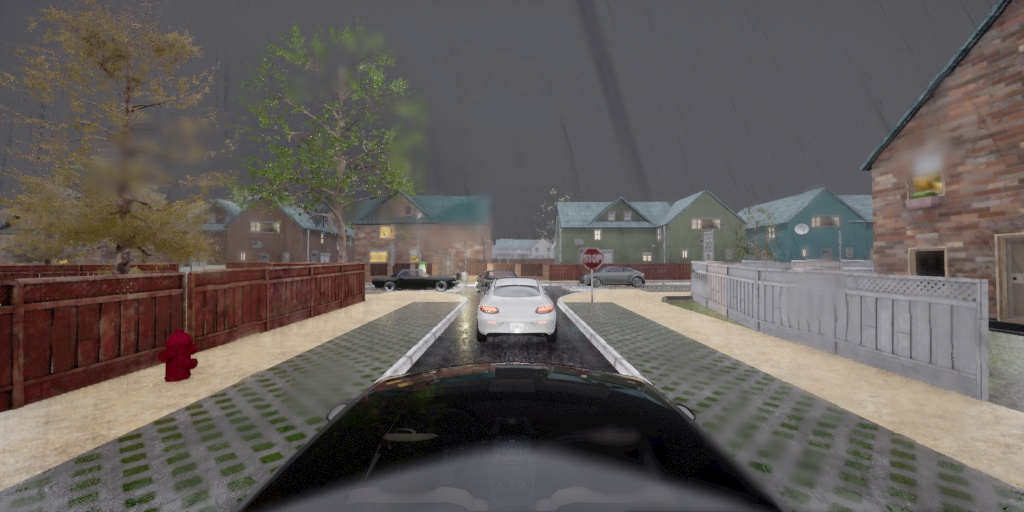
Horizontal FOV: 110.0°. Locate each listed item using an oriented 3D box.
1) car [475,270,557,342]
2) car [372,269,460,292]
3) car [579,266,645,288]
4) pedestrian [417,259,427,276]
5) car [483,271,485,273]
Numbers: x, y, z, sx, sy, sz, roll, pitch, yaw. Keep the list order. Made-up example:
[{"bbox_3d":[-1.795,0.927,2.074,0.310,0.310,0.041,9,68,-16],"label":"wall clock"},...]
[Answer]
[{"bbox_3d":[0.108,1.279,9.665,1.812,1.442,4.674,0,0,0],"label":"car"},{"bbox_3d":[-5.470,1.416,20.872,4.718,1.301,1.895,-1,-1,1],"label":"car"},{"bbox_3d":[6.552,1.344,23.655,4.181,1.385,1.994,0,-1,1],"label":"car"},{"bbox_3d":[-6.685,1.118,26.758,0.375,1.860,0.375,0,-1,1],"label":"pedestrian"},{"bbox_3d":[-0.746,1.366,18.485,1.895,1.301,4.718,0,-1,-12],"label":"car"}]
